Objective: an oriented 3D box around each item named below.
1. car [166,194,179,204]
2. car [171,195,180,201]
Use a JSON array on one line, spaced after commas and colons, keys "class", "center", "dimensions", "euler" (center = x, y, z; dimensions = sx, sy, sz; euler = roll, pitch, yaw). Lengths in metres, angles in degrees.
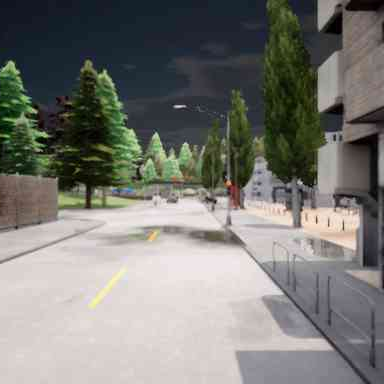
[{"class": "car", "center": [-3.994, 1.409, 66.081], "dimensions": [2.097, 1.767, 4.553], "euler": [1, -1, 0]}, {"class": "car", "center": [-3.977, 1.469, 81.614], "dimensions": [2.128, 1.511, 4.902], "euler": [0, 0, 0]}]
